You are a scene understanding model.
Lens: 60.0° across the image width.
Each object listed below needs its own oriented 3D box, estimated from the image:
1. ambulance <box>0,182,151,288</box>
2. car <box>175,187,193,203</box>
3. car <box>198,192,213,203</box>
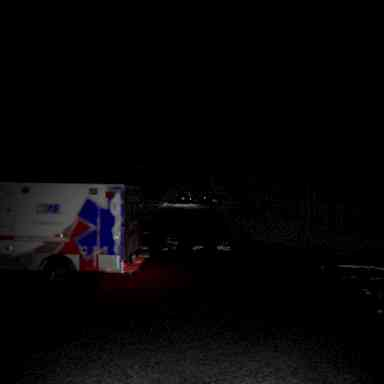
[{"bbox_3d":[-4.389,0.976,8.755,6.366,2.431,2.351,1,1,2],"label":"ambulance"},{"bbox_3d":[-1.013,0.357,45.239,2.150,2.045,5.566,0,2,2],"label":"car"},{"bbox_3d":[1.835,0.683,45.647,1.994,1.385,4.181,0,2,5],"label":"car"}]
